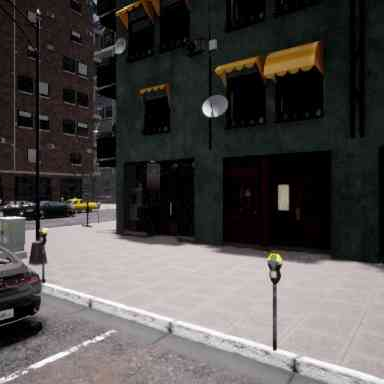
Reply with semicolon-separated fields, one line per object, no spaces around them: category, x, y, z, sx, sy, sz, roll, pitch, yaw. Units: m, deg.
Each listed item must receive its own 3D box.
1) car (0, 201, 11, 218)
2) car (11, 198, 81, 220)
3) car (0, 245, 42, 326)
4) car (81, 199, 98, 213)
car;-14.029;1.350;26.116;2.008;1.369;4.403;1;1;35
car;-11.179;1.345;25.690;1.994;1.385;4.181;0;1;35
car;-4.496;1.551;6.092;4.403;1.369;2.008;0;0;36
car;-10.933;1.250;30.537;1.752;1.417;4.829;1;1;35
